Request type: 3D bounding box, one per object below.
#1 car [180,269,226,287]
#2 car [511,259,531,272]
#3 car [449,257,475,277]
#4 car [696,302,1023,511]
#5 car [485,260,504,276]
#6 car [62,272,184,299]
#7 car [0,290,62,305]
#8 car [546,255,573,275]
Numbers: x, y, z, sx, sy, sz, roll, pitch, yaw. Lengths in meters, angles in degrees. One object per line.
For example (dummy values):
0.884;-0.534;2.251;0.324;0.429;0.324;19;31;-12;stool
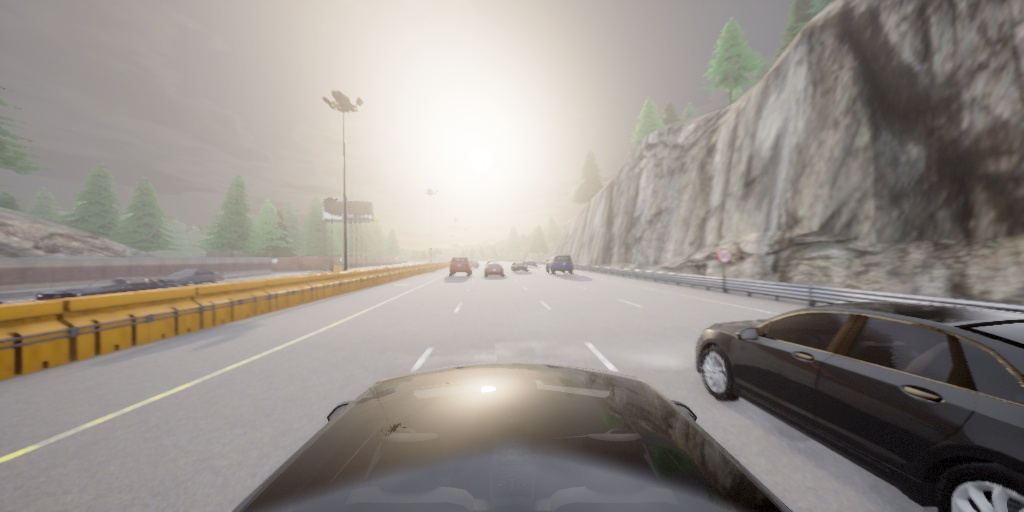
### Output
-26.061;1.740;29.299;2.033;1.411;5.357;-1;0;-4;car
0.914;1.391;46.604;1.895;1.301;4.718;-1;0;-3;car
-5.497;1.102;38.964;2.150;2.045;5.566;-1;0;-4;car
3.706;1.199;3.451;1.837;1.490;4.892;0;0;-1;car
-1.895;1.387;38.063;1.994;1.385;4.181;-1;0;-4;car
-18.175;1.654;16.426;1.895;1.301;4.718;-1;0;-4;car
-14.223;1.582;8.194;1.895;1.301;4.718;-1;0;-2;car
5.049;0.936;38.535;2.150;2.045;5.566;-1;0;-4;car
